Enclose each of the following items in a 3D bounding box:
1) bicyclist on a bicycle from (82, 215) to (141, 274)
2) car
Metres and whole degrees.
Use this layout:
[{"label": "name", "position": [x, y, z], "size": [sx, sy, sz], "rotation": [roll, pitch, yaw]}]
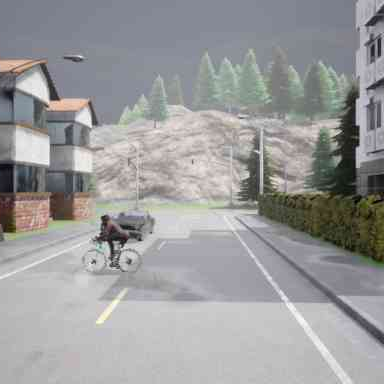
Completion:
[{"label": "bicyclist on a bicycle", "position": [-2.211, 1.452, 9.128], "size": [1.656, 1.620, 0.582], "rotation": [-1, 0, 2]}, {"label": "car", "position": [-3.014, 1.600, 16.418], "size": [1.895, 1.301, 4.718], "rotation": [0, 0, 2]}]
